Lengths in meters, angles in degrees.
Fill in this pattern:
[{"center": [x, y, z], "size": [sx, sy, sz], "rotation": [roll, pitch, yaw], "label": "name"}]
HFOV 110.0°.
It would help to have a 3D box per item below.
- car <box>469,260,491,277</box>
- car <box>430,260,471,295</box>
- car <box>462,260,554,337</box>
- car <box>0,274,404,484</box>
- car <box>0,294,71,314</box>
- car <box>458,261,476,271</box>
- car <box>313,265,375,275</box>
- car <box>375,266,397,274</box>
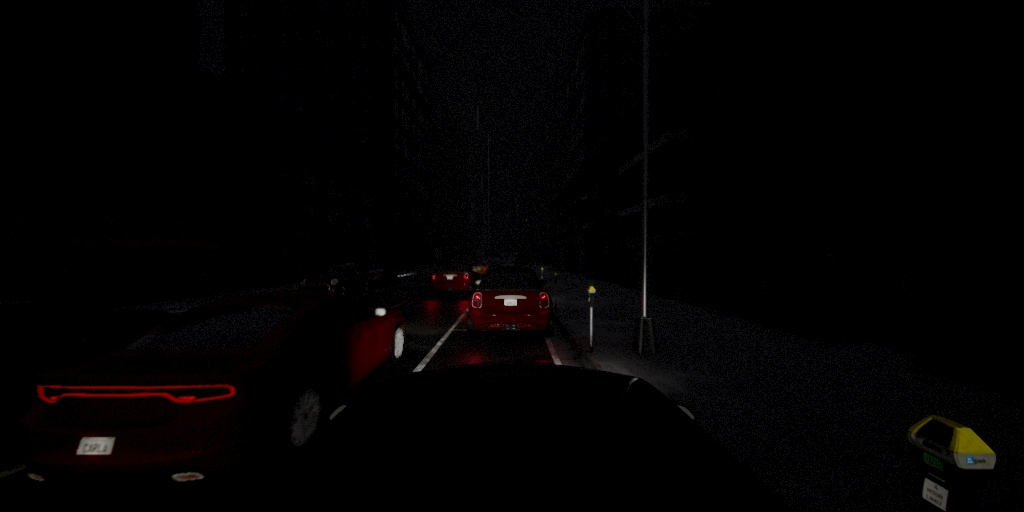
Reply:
[{"center": [-3.145, 1.191, 36.213], "size": [1.801, 1.575, 5.366], "rotation": [0, 0, 0], "label": "car"}, {"center": [-3.045, 1.096, 19.707], "size": [2.097, 1.767, 4.553], "rotation": [0, 0, 0], "label": "car"}, {"center": [-0.033, 1.100, 10.472], "size": [2.097, 1.767, 4.553], "rotation": [0, 0, 0], "label": "car"}, {"center": [-3.047, 1.227, 5.101], "size": [1.882, 1.535, 5.008], "rotation": [0, 0, 0], "label": "car"}, {"center": [-6.245, 1.227, 3.490], "size": [1.882, 1.535, 5.008], "rotation": [0, 0, 0], "label": "car"}, {"center": [-6.145, 1.337, 49.387], "size": [1.895, 1.301, 4.718], "rotation": [0, 0, 0], "label": "car"}, {"center": [-8.814, 1.185, 18.031], "size": [1.967, 1.591, 4.097], "rotation": [0, 0, 0], "label": "car"}, {"center": [-8.814, 1.325, 23.617], "size": [1.802, 1.307, 4.207], "rotation": [0, 0, 0], "label": "car"}]
